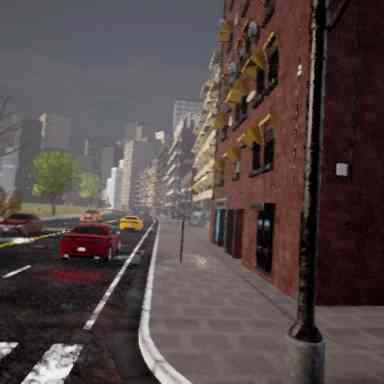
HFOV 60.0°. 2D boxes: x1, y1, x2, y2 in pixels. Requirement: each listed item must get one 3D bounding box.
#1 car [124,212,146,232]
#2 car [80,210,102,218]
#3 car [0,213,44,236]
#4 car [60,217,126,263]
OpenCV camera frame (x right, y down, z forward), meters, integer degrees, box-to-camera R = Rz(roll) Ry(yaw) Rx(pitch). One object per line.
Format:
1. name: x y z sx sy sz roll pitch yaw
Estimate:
1. car: -6.073 3.157 33.629 1.882 1.535 5.008 4 -3 -5
2. car: -13.604 3.208 45.112 2.097 1.767 4.553 4 -3 -5
3. car: -11.730 2.177 22.984 1.812 1.442 4.674 4 -3 -5
4. car: -4.392 2.146 15.012 1.882 1.535 5.008 4 -3 -5
